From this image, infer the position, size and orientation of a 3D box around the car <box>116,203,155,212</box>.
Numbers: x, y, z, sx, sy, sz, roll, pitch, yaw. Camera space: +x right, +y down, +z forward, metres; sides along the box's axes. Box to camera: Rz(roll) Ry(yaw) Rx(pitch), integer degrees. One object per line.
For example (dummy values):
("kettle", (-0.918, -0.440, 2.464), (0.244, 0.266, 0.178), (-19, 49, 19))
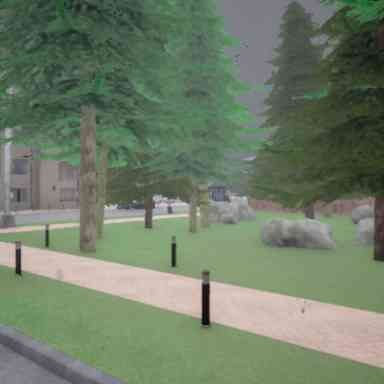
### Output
("car", (-6.389, 1.368, 37.941), (1.882, 1.535, 5.008), (0, 0, 37))

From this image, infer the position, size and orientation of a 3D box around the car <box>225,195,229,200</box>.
("car", (3.793, 1.028, 51.441), (2.150, 2.045, 5.566), (0, 0, 37))
